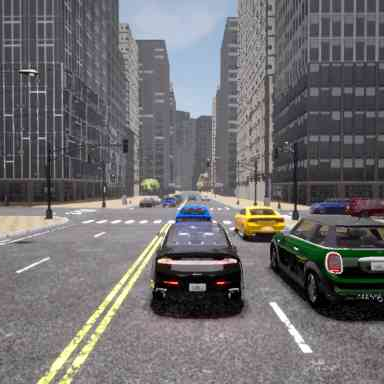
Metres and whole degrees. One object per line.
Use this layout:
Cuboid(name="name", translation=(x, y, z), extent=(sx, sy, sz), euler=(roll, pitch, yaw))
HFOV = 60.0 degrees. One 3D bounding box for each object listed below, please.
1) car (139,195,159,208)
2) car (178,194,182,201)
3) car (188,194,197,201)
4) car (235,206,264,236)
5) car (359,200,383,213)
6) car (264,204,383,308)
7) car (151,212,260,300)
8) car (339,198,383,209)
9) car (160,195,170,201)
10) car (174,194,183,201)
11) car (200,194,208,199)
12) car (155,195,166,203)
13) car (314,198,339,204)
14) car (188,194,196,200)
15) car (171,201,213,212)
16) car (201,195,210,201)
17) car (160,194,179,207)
Cuboid(name="car", translation=(-6.545, 1.511, 49.135), extent=(2.033, 1.411, 5.357), euler=(0, 0, 0))
Cuboid(name="car", translation=(-3.278, 1.517, 58.326), extent=(1.994, 1.385, 4.181), euler=(0, 0, 1))
Cuboid(name="car", translation=(0.066, 1.270, 80.641), extent=(2.097, 1.767, 4.553), euler=(0, 0, 0))
Cuboid(name="car", translation=(3.363, 1.468, 17.256), extent=(1.882, 1.535, 5.008), euler=(0, 0, 0))
Cuboid(name="car", translation=(21.840, 1.641, 37.734), extent=(4.829, 1.417, 1.752), euler=(1, 0, 1))
Cuboid(name="car", translation=(3.356, 1.348, 8.076), extent=(2.097, 1.767, 4.553), euler=(0, 0, 0))
Cuboid(name="car", translation=(0.105, 1.487, 8.364), extent=(2.128, 1.511, 4.902), euler=(0, 0, 0))
Cuboid(name="car", translation=(16.225, 1.518, 29.453), extent=(5.009, 1.841, 2.192), euler=(1, 0, 1))
Cuboid(name="car", translation=(-6.437, 1.478, 78.854), extent=(1.994, 1.385, 4.181), euler=(0, 0, 0))
Cuboid(name="car", translation=(-3.186, 1.280, 79.269), extent=(2.097, 1.767, 4.553), euler=(0, 0, 0))
Cuboid(name="car", translation=(3.324, 1.334, 90.700), extent=(1.895, 1.301, 4.718), euler=(0, 0, 0))
Cuboid(name="car", translation=(-6.445, 1.444, 69.054), extent=(1.837, 1.490, 4.892), euler=(0, 0, 0))
Cuboid(name="car", translation=(14.912, 1.449, 35.256), extent=(4.553, 1.767, 2.097), euler=(1, 1, 1))
Cuboid(name="car", translation=(0.073, 1.264, 90.673), extent=(2.128, 1.511, 4.902), euler=(0, 0, 0))
Cuboid(name="car", translation=(0.118, 1.468, 17.868), extent=(1.882, 1.535, 5.008), euler=(0, 0, 1))
Cuboid(name="car", translation=(3.316, 1.510, 80.698), extent=(1.895, 1.301, 4.718), euler=(0, 0, 0))
Cuboid(name="car", translation=(-3.300, 1.489, 49.564), extent=(1.812, 1.442, 4.674), euler=(0, 0, 0))
